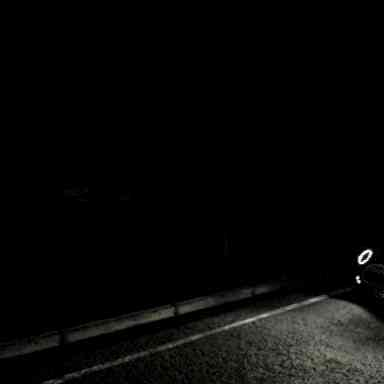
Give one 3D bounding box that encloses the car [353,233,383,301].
[{"bbox_3d":[5.579,1.348,7.365,4.553,1.767,2.097,0,0,-36],"label":"car"}]
